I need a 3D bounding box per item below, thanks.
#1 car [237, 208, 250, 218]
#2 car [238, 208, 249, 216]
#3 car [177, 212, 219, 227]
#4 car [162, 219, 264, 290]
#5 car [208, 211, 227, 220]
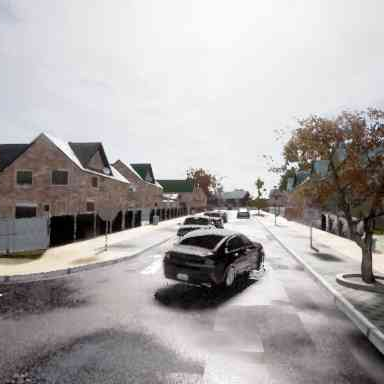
[{"bbox_3d":[8.046,3.352,51.970,1.994,1.385,4.181,0,-2,9],"label":"car"},{"bbox_3d":[9.499,3.711,61.810,1.994,1.385,4.181,0,-2,8],"label":"car"},{"bbox_3d":[0.325,2.161,19.611,1.837,1.490,4.892,0,-2,8],"label":"car"},{"bbox_3d":[0.906,1.957,10.677,1.837,1.490,4.892,4,1,28],"label":"car"},{"bbox_3d":[1.757,2.453,29.351,1.882,1.535,5.008,0,-2,8],"label":"car"}]
